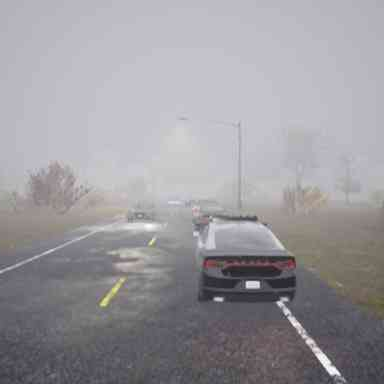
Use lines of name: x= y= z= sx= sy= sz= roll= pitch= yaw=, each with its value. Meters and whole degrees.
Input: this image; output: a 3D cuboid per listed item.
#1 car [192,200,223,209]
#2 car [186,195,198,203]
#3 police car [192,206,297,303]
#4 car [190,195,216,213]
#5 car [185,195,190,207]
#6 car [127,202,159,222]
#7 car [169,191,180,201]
car: x=1.053 y=1.418 z=18.224 sx=1.837 sy=1.490 sz=4.892 roll=0 pitch=0 yaw=0
car: x=0.005 y=1.206 z=58.618 sx=2.033 sy=1.411 sz=5.357 roll=0 pitch=0 yaw=0
police car: x=1.052 y=1.387 z=8.333 sx=1.930 sy=1.638 sz=5.238 roll=0 pitch=0 yaw=0
car: x=1.054 y=1.231 z=24.195 sx=2.097 sy=1.767 sz=4.553 roll=0 pitch=0 yaw=0
car: x=0.039 y=1.351 z=45.474 sx=1.895 sy=1.301 sz=4.718 roll=0 pitch=0 yaw=0
car: x=-3.594 y=1.439 z=24.943 sx=1.994 sy=1.385 sz=4.181 roll=0 pitch=0 yaw=0
car: x=-3.586 y=1.095 z=66.914 sx=2.128 sy=1.511 sz=4.902 roll=0 pitch=0 yaw=0
